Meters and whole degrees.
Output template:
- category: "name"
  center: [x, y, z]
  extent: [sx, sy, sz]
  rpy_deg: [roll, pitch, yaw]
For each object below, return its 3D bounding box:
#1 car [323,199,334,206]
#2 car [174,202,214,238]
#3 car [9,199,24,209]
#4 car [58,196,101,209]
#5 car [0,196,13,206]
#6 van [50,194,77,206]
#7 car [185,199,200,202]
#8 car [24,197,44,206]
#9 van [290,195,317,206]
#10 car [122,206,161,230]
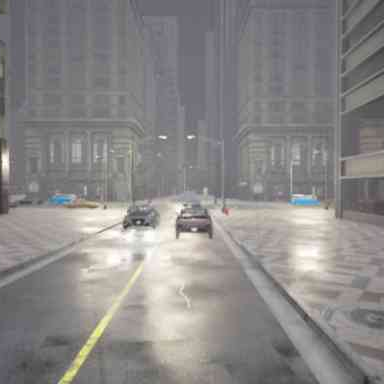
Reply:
- category: "car"
  center: [23.258, 1.570, 52.856]
  extent: [4.507, 1.381, 1.887]
  rpy_deg: [0, 1, 0]
- category: "car"
  center: [0.093, 1.482, 17.405]
  extent: [2.128, 1.511, 4.902]
  rpy_deg: [0, 0, 0]
- category: "car"
  center: [-25.398, 1.545, 44.118]
  extent: [4.507, 1.381, 1.887]
  rpy_deg: [0, 1, 0]
- category: "car"
  center: [-14.648, 1.559, 44.156]
  extent: [4.829, 1.417, 1.752]
  rpy_deg: [0, 1, 0]
- category: "car"
  center: [-31.077, 1.390, 52.619]
  extent: [4.507, 1.381, 1.887]
  rpy_deg: [0, 1, 0]
- category: "van"
  center: [-20.250, 1.218, 52.661]
  extent: [3.998, 1.788, 1.690]
  rpy_deg: [0, 1, 0]
- category: "car"
  center: [0.063, 1.499, 32.193]
  extent: [1.837, 1.490, 4.892]
  rpy_deg: [0, 0, 3]
- category: "car"
  center: [-25.664, 1.427, 52.641]
  extent: [4.313, 1.339, 1.947]
  rpy_deg: [0, 1, 0]
- category: "van"
  center: [17.734, 1.345, 52.831]
  extent: [3.998, 1.788, 1.690]
  rpy_deg: [0, 1, 0]
- category: "car"
  center: [-3.068, 1.555, 21.003]
  extent: [1.994, 1.385, 4.181]
  rpy_deg: [0, 0, 0]
